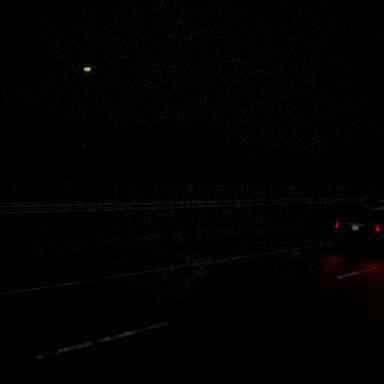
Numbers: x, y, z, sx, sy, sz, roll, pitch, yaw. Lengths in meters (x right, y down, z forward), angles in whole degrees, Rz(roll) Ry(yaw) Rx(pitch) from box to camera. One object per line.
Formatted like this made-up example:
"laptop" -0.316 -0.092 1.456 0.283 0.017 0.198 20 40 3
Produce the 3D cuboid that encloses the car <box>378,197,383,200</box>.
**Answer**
"car" 29.006 1.525 49.896 4.892 1.490 1.837 0 0 -34

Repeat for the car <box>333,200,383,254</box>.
"car" 7.856 1.374 13.685 4.553 1.767 2.097 0 0 -35
